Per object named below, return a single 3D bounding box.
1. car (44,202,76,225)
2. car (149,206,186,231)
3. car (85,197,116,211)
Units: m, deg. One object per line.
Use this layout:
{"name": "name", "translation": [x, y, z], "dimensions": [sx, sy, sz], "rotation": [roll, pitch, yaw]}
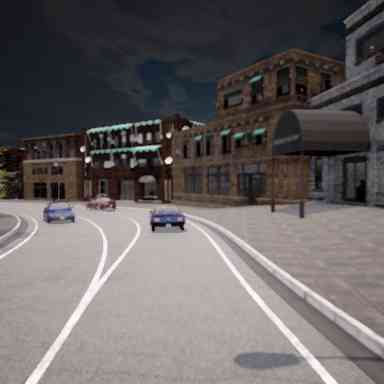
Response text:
{"name": "car", "translation": [-9.730, 1.464, 24.327], "dimensions": [1.812, 1.442, 4.674], "rotation": [-1, 1, -28]}
{"name": "car", "translation": [-1.621, 1.475, 19.956], "dimensions": [1.895, 1.301, 4.718], "rotation": [-1, 1, -9]}
{"name": "car", "translation": [-10.073, 1.250, 36.578], "dimensions": [1.812, 1.442, 4.674], "rotation": [-2, 1, -44]}
